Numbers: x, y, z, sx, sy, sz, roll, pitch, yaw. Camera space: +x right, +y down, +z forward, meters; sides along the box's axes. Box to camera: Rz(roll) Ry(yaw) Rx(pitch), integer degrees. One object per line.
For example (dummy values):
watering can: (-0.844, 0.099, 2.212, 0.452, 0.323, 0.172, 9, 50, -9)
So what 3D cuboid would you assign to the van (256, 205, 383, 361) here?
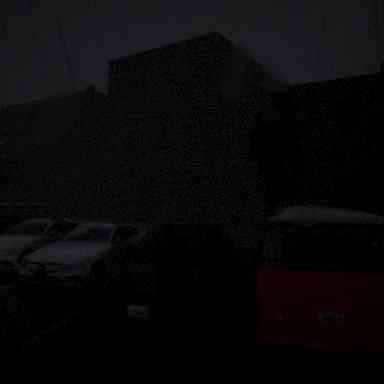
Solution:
van: (2.215, 1.253, 6.012, 1.878, 1.987, 4.442, 0, -1, 15)

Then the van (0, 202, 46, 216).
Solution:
van: (-7.354, 1.381, 12.800, 1.878, 1.987, 4.442, -1, -1, 15)

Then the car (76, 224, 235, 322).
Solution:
car: (-0.212, 1.520, 7.567, 2.163, 1.488, 4.792, 0, -1, 15)

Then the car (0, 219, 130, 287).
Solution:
car: (-2.585, 1.561, 9.291, 2.002, 1.452, 4.674, 0, -1, 15)

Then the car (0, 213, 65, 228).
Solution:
car: (-4.983, 1.600, 10.991, 2.002, 1.452, 4.674, 0, -1, 15)
